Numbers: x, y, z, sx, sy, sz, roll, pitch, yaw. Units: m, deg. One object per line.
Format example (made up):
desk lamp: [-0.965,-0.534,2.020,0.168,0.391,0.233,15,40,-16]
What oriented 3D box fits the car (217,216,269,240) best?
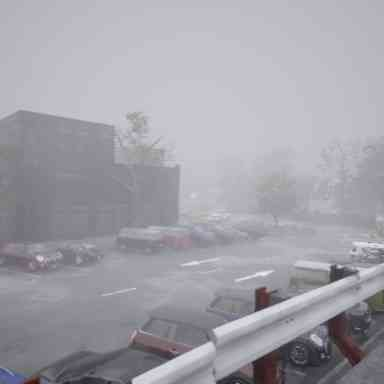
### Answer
car: [6.199,4.369,38.889,5.566,2.045,2.435,1,0,26]

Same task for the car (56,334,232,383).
car: [-1.772,4.650,7.820,4.792,1.488,2.163,2,1,26]

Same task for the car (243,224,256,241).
car: [4.113,4.610,36.844,4.792,1.488,2.163,1,0,26]

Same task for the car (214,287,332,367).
car: [2.600,4.579,12.008,4.553,1.767,2.185,2,1,26]

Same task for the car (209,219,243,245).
car: [1.981,4.289,34.788,5.566,2.045,2.435,1,0,26]

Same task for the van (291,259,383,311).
van: [7.101,4.567,16.111,4.442,1.987,1.878,2,1,26]

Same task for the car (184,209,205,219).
car: [1.067,4.324,64.080,1.946,1.575,5.366,1,1,28]

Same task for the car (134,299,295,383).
car: [0.418,4.537,9.908,4.553,1.767,2.185,3,1,26]

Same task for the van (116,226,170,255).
van: [-4.566,4.193,28.705,4.442,1.987,1.878,1,0,26]

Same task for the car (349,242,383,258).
car: [11.333,4.618,20.340,5.566,2.045,2.435,2,1,26]

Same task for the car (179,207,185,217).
car: [-1.047,4.304,66.133,2.002,1.452,4.674,1,1,28]

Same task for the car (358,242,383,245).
car: [13.571,4.661,22.427,5.566,2.045,2.435,2,1,26]

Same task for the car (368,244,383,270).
car: [15.745,4.983,24.523,4.792,1.488,2.163,2,1,26]

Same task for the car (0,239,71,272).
car: [-10.899,4.172,22.532,4.553,1.767,2.185,1,0,26]

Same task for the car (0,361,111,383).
car: [-3.891,4.330,5.698,5.566,2.045,2.435,2,1,26]

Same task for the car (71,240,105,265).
car: [-8.732,4.340,24.568,4.892,1.521,2.231,1,0,26]

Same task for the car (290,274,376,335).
car: [4.808,4.748,14.066,4.892,1.521,2.231,2,1,26]

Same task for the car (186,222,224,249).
car: [-0.158,4.249,32.742,5.566,2.045,2.435,1,-1,26]

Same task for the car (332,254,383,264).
car: [9.200,4.705,18.230,4.553,1.767,2.185,2,1,26]

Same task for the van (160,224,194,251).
van: [-2.428,4.233,30.751,4.442,1.987,1.878,1,0,26]

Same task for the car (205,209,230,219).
car: [5.032,4.207,59.444,2.435,2.045,5.566,2,1,28]
